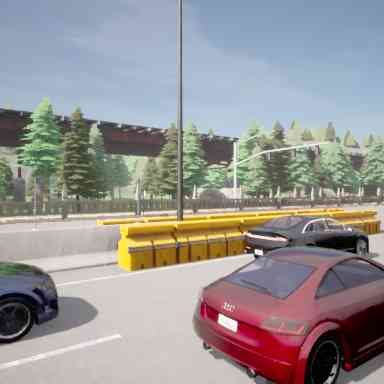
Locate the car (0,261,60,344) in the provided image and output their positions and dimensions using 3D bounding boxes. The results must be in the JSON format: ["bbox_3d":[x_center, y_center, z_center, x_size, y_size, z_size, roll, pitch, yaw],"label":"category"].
[{"bbox_3d":[-4.264,1.564,5.001,4.181,1.385,1.994,0,0,-36],"label":"car"}]

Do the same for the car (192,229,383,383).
[{"bbox_3d":[2.069,1.564,5.227,4.181,1.385,1.994,0,0,-35],"label":"car"}]

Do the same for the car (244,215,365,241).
[{"bbox_3d":[3.859,1.491,10.804,4.902,1.511,2.128,0,0,-36],"label":"car"}]
